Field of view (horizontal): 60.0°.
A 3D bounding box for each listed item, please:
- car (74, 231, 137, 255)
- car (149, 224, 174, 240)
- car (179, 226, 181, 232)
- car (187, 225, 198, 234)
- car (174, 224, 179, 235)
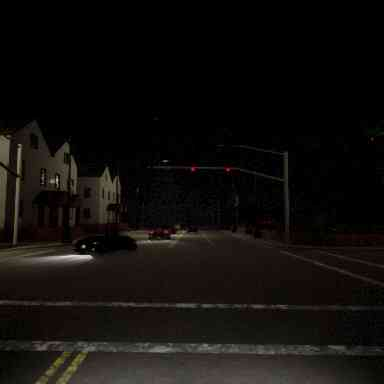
[{"bbox_3d":[-5.367,3.168,21.108,1.994,1.385,4.181,-2,-6,27],"label":"car"},{"bbox_3d":[-3.525,4.421,37.326,2.097,1.767,4.553,0,-5,0],"label":"car"},{"bbox_3d":[-3.375,7.347,68.157,1.882,1.535,5.008,0,-5,0],"label":"car"},{"bbox_3d":[0.107,6.475,57.881,2.033,1.411,5.357,0,-5,0],"label":"car"},{"bbox_3d":[-3.496,5.883,51.947,1.837,1.490,4.892,0,-4,0],"label":"car"}]
